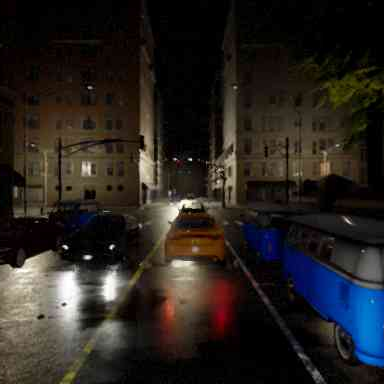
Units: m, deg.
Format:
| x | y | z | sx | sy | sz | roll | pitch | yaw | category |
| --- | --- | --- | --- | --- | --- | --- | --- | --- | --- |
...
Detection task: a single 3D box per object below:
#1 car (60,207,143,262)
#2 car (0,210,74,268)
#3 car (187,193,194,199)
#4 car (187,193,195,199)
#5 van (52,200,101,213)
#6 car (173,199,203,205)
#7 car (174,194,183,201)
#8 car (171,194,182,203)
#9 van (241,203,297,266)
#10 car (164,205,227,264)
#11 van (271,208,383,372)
| x | y | z | sx | sy | sz | roll | pitch | yaw | category |
| --- | --- | --- | --- | --- | --- | --- | --- | --- | --- |
| -3.024 | 1.522 | 12.355 | 2.033 | 1.411 | 5.357 | 0 | 0 | 1 | car |
| -5.817 | 1.522 | 11.180 | 1.887 | 1.381 | 4.507 | 0 | 0 | 0 | car |
| -0.393 | 1.135 | 91.976 | 1.837 | 1.490 | 4.892 | 0 | 0 | -1 | car |
| -0.294 | 1.406 | 82.003 | 1.895 | 1.301 | 4.718 | 0 | 0 | -1 | car |
| -5.798 | 1.305 | 16.840 | 1.690 | 1.788 | 3.998 | 0 | 0 | 0 | van |
| 0.069 | 1.443 | 21.165 | 2.128 | 1.511 | 4.902 | 0 | 0 | 0 | car |
| -3.279 | 1.300 | 80.373 | 1.882 | 1.535 | 5.008 | 0 | 0 | -1 | car |
| -3.140 | 1.329 | 64.890 | 1.882 | 1.535 | 5.008 | 0 | 0 | 0 | car |
| 2.709 | 1.318 | 11.161 | 1.690 | 1.788 | 3.998 | 0 | 0 | 0 | van |
| 0.117 | 1.453 | 11.746 | 1.882 | 1.535 | 5.008 | 0 | 0 | 1 | car |
| 2.690 | 1.330 | 5.504 | 1.690 | 1.788 | 3.998 | 0 | 0 | 0 | van |
